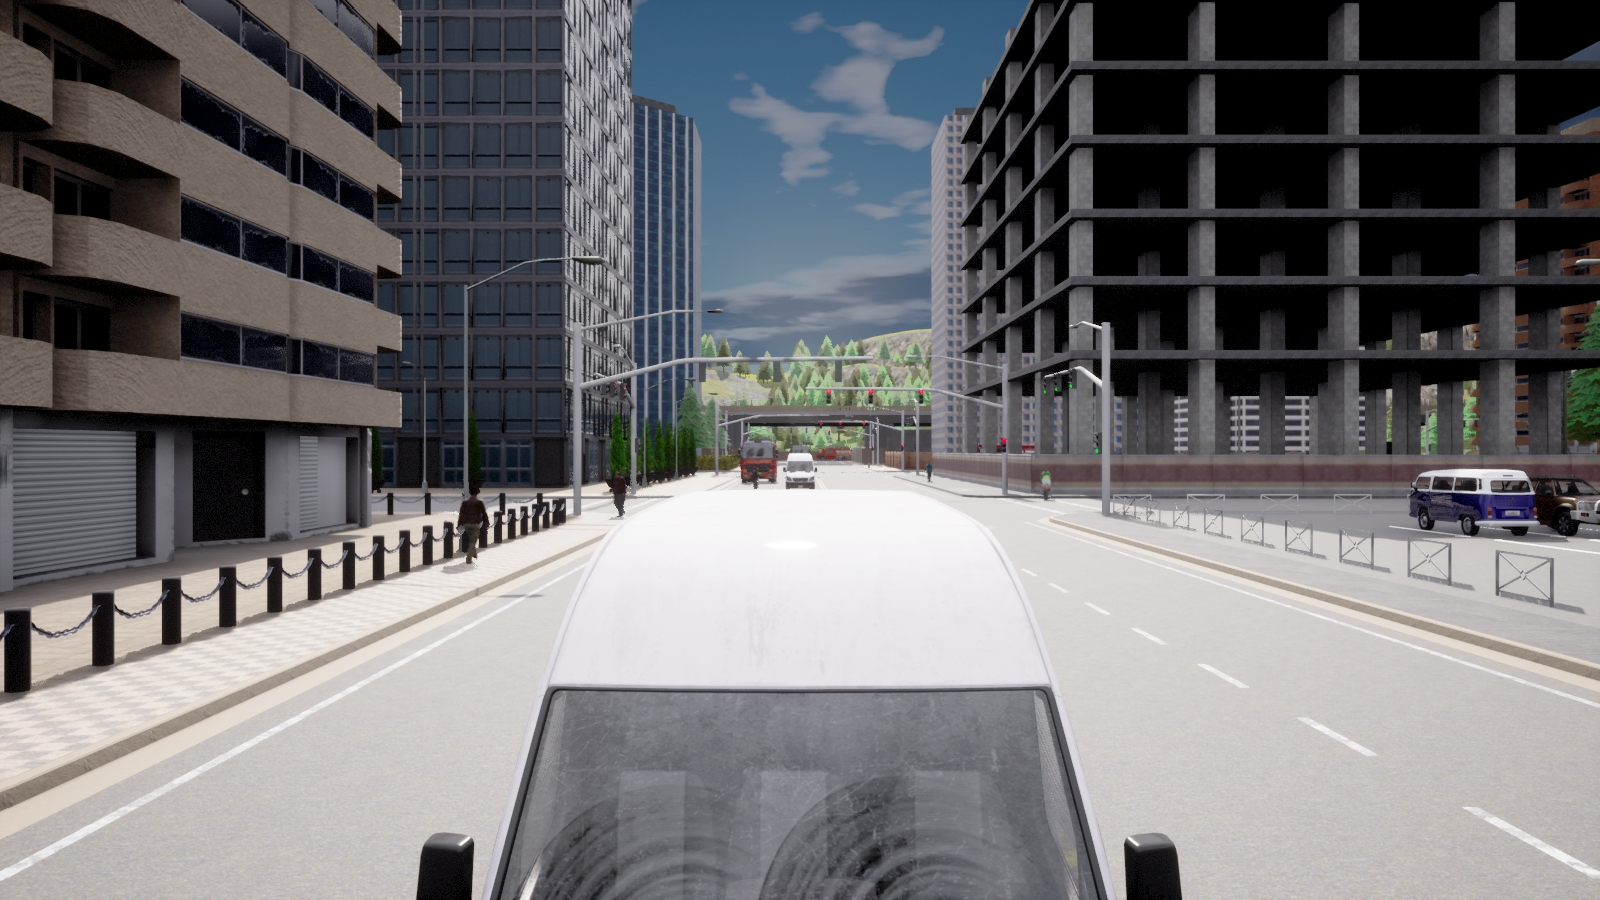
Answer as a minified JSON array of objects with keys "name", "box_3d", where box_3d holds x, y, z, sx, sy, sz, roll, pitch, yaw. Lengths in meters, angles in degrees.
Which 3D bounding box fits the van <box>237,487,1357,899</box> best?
[{"name":"van","box_3d":[-0.002,1.534,4.985,1.988,2.561,5.915,0,0,0]}]

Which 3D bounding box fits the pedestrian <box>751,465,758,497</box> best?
[{"name":"pedestrian","box_3d":[-2.700,1.848,67.622,0.375,1.860,0.375,0,0,2]}]

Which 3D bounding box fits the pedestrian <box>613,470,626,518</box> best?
[{"name":"pedestrian","box_3d":[-7.034,1.696,44.532,0.375,1.860,0.375,0,0,42]}]

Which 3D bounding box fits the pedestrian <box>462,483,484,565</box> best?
[{"name":"pedestrian","box_3d":[-7.549,1.697,26.379,0.375,1.860,0.375,0,0,1]}]

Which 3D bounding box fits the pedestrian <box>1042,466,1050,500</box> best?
[{"name":"pedestrian","box_3d":[13.339,1.793,61.943,0.375,1.860,0.375,0,0,7]}]
